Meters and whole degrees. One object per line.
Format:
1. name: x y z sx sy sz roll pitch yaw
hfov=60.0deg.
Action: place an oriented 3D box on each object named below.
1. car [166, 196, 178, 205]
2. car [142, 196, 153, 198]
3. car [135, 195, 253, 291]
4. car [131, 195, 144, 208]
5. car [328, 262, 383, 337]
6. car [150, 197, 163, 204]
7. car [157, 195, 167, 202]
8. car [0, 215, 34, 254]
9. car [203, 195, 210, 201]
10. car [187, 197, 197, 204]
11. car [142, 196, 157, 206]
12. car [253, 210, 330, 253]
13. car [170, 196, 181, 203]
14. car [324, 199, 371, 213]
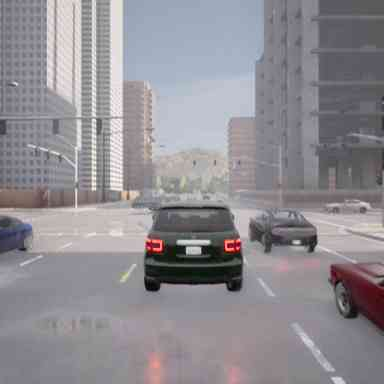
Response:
1. car: -3.654 1.497 61.561 1.837 1.490 4.892 0 0 1
2. car: -2.575 1.487 35.418 2.128 1.511 4.902 0 0 36
3. car: 0.038 1.220 9.107 2.150 2.045 5.566 0 0 0
4. car: -7.358 1.346 47.917 2.097 1.767 4.553 0 0 1
5. car: 3.592 1.600 4.429 1.895 1.301 4.718 0 0 0
6. car: -7.059 1.593 66.159 1.895 1.301 4.718 0 0 1
7. car: -6.886 1.488 76.478 1.837 1.490 4.892 0 0 1
8. car: -7.040 1.524 11.185 1.812 1.442 4.674 0 0 0
9. car: 3.803 1.489 89.805 1.837 1.490 4.892 0 0 1
10. car: 0.021 1.593 62.486 1.895 1.301 4.718 0 0 1
11. car: -7.244 1.498 56.818 1.837 1.490 4.892 0 0 1
12. car: 3.547 1.490 13.683 2.128 1.511 4.902 0 0 0
13. car: -3.458 1.544 71.325 1.994 1.385 4.181 0 0 1
14. car: 16.561 1.521 35.524 4.674 1.442 1.812 0 0 0
